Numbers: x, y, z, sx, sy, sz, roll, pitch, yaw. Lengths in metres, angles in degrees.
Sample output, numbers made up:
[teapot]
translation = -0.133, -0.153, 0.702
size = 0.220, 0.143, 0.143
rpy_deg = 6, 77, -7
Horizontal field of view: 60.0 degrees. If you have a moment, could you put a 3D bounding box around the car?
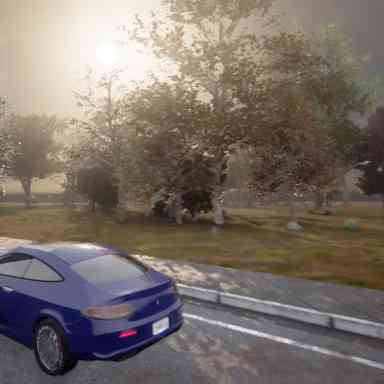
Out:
[car]
translation = -2.294, 1.525, 5.503
size = 4.674, 1.442, 1.812
rpy_deg = 0, 0, 34
